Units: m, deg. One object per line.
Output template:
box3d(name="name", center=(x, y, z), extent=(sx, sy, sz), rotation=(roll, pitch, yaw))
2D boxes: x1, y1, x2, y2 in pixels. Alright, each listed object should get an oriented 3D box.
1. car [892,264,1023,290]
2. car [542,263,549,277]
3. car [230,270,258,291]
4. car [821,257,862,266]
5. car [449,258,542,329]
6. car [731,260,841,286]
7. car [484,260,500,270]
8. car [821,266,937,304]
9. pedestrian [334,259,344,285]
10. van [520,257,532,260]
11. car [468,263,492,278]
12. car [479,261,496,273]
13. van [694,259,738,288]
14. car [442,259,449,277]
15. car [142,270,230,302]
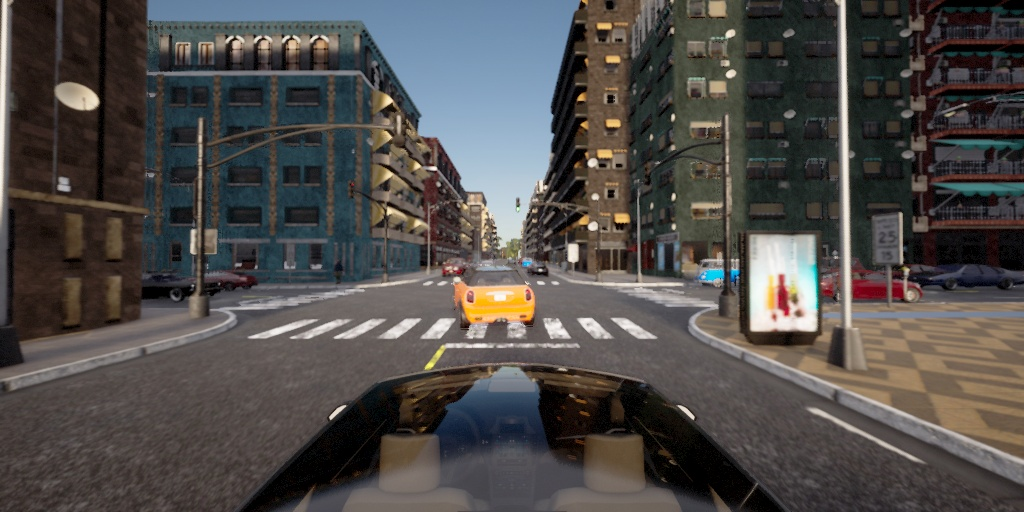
box3d(name="car", center=(25.152, 1.144, 20.055), extent=(5.357, 1.411, 2.033), rotation=(0, -1, 0))
box3d(name="car", center=(2.694, 1.372, 35.903), extent=(1.948, 1.339, 4.313), rotation=(0, 0, 0))
box3d(name="car", center=(-18.620, 1.566, 22.951), extent=(4.207, 1.307, 1.802), rotation=(0, 0, 0))
box3d(name="car", center=(19.299, 0.998, 22.676), extent=(5.009, 1.841, 2.192), rotation=(0, 0, 0))
box3d(name="car", center=(-0.774, 1.074, 11.567), extent=(2.097, 1.767, 4.553), rotation=(-1, 2, -13))
box3d(name="car", center=(15.202, 1.164, 20.128), extent=(4.902, 1.511, 2.128), rotation=(0, -1, 0))
box3d(name="car", center=(-2.996, 1.331, 55.314), extent=(2.128, 1.511, 4.902), rotation=(0, 0, 0))
box3d(name="car", center=(13.709, 1.173, 14.336), extent=(4.207, 1.307, 1.802), rotation=(0, 0, 0))
box3d(name="pedestrian", center=(-12.527, 1.123, 25.871), extent=(0.375, 1.860, 0.375), rotation=(0, 0, 0))
box3d(name="van", center=(2.696, 1.195, 63.760), extent=(1.690, 1.789, 3.998), rotation=(0, 0, 0))
box3d(name="car", center=(-3.100, 1.369, 35.259), extent=(1.994, 1.385, 4.181), rotation=(0, 0, -1))
box3d(name="car", center=(-3.076, 1.348, 45.192), extent=(1.812, 1.442, 4.674), rotation=(0, 0, 0))
box3d(name="van", center=(13.772, 1.066, 22.716), extent=(3.998, 1.789, 1.690), rotation=(0, 0, 0))
box3d(name="car", center=(-5.686, 1.121, 35.944), extent=(2.192, 1.841, 5.009), rotation=(0, 0, 0))
box3d(name="car", center=(-16.723, 1.475, 17.153), extent=(4.718, 1.301, 1.895), rotation=(0, -1, 1))
